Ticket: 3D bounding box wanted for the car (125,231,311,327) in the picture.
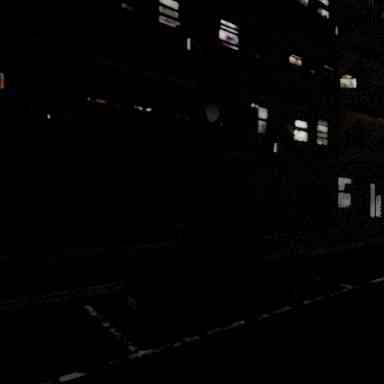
[{"bbox_3d":[0.739,1.568,7.072,4.313,1.339,1.947,0,1,-35],"label":"car"}]
